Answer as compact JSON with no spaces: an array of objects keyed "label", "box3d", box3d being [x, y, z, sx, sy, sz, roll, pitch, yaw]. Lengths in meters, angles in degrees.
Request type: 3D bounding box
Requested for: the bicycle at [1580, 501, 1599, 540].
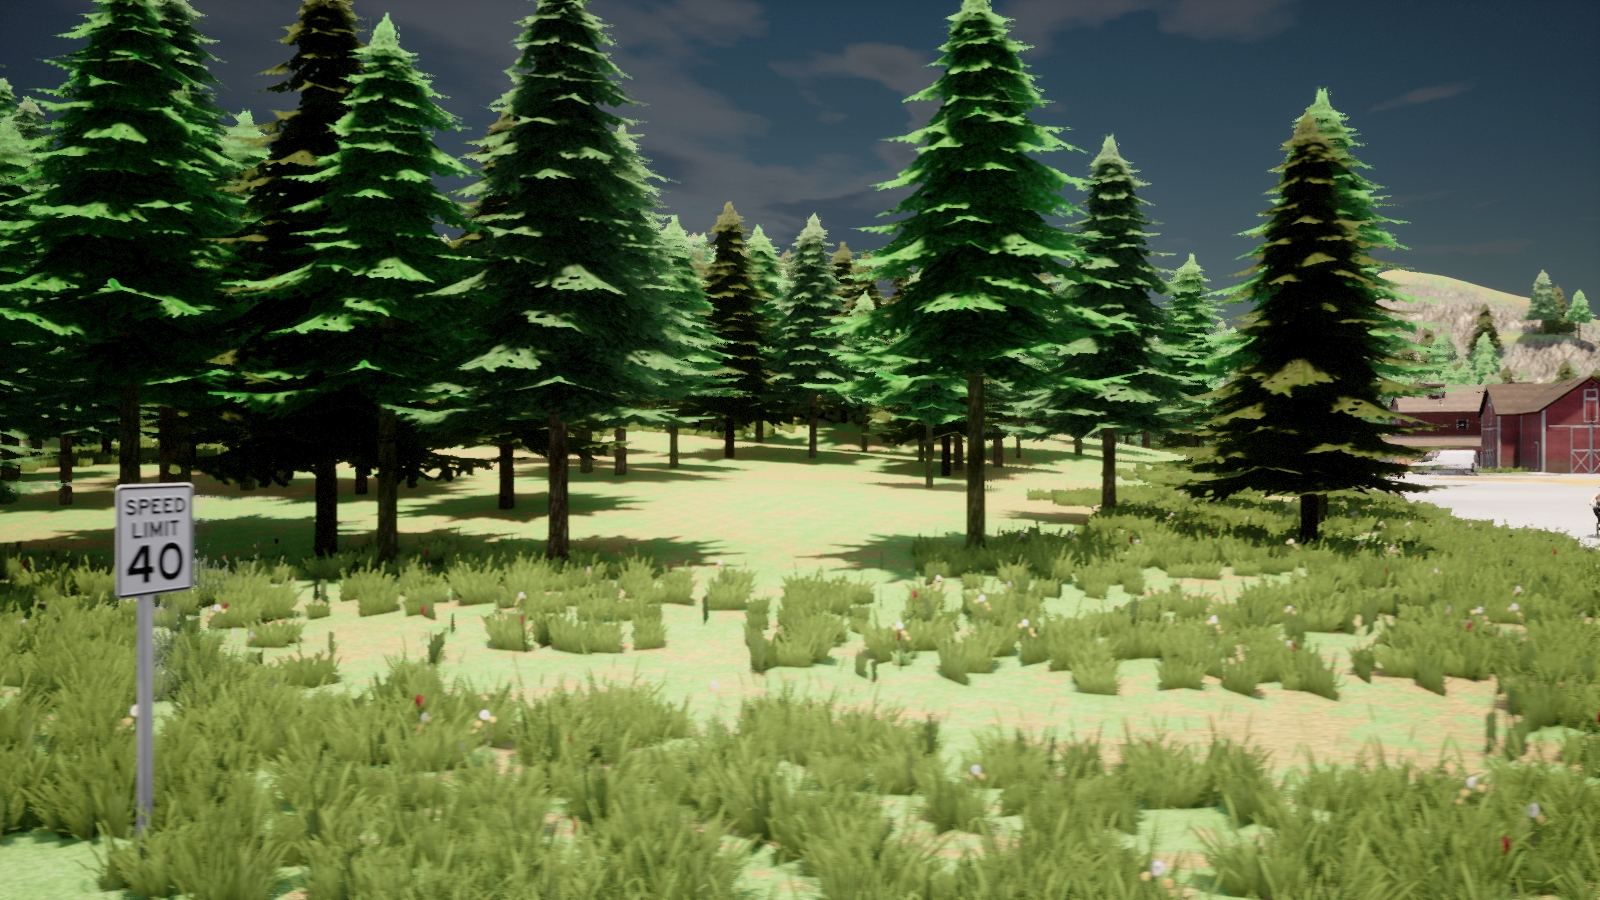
[{"label":"bicycle","box3d":[24.077,2.114,34.212,0.859,1.080,1.487,0,0,21]}]
